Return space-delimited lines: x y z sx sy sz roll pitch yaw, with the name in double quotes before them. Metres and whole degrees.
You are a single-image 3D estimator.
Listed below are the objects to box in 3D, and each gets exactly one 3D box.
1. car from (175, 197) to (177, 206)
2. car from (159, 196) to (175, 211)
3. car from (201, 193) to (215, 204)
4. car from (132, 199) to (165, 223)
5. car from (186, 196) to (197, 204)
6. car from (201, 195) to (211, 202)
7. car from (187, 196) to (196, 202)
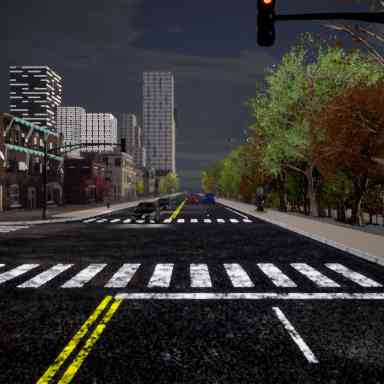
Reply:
"car" -3.466 1.471 55.542 2.128 1.511 4.902 0 0 0
"car" -3.446 1.487 40.995 1.837 1.490 4.892 0 1 0
"car" 3.200 1.197 63.818 2.150 2.045 5.566 0 0 0
"car" -3.411 1.498 25.594 1.837 1.490 4.892 0 0 0
"car" -0.043 1.539 64.199 1.994 1.385 4.181 0 0 -1
"car" 3.072 1.447 74.393 1.882 1.535 5.008 0 0 0
"car" -0.172 1.523 74.151 1.994 1.385 4.181 0 0 0
